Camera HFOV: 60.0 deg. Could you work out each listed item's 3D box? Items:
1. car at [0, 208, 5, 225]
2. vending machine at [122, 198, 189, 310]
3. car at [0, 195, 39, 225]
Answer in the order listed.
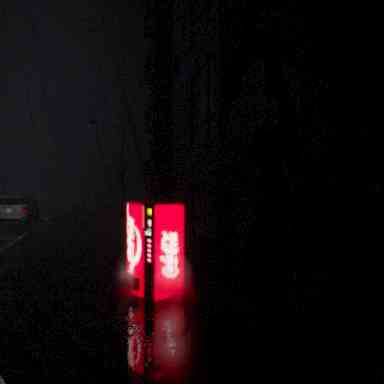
[{"bbox_3d":[-8.787,1.544,12.604,2.033,1.411,5.357,0,0,-21],"label":"car"},{"bbox_3d":[-0.775,1.194,7.002,1.100,2.100,0.880,0,0,-38],"label":"vending machine"},{"bbox_3d":[-12.426,1.219,23.755,2.150,2.045,5.566,0,0,-17],"label":"car"}]
